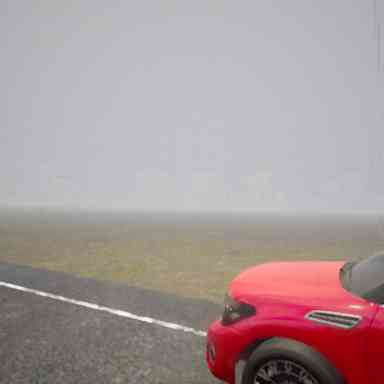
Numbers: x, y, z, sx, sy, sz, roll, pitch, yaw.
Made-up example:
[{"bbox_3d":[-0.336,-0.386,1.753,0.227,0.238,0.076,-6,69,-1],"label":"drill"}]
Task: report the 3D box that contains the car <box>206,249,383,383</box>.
[{"bbox_3d":[2.890,1.271,3.000,5.566,2.045,2.150,1,0,29],"label":"car"}]
